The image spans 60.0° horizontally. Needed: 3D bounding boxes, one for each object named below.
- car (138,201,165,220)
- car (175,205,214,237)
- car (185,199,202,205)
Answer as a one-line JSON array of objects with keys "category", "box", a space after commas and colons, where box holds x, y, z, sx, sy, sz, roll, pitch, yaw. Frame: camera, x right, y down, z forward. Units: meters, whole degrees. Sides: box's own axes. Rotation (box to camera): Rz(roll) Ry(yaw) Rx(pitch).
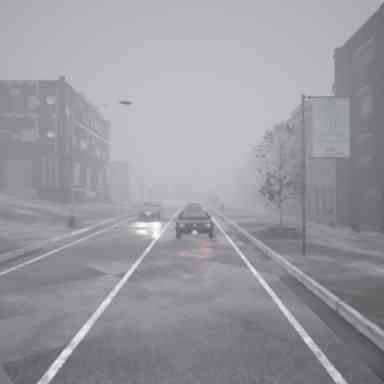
[{"category": "car", "box": [-3.448, 1.544, 28.786, 2.128, 1.511, 4.902, 0, 0, 0]}, {"category": "car", "box": [0.133, 1.625, 18.024, 1.895, 1.301, 4.718, 0, 0, 0]}, {"category": "car", "box": [0.173, 1.611, 40.206, 1.812, 1.442, 4.674, 0, 0, 0]}]
